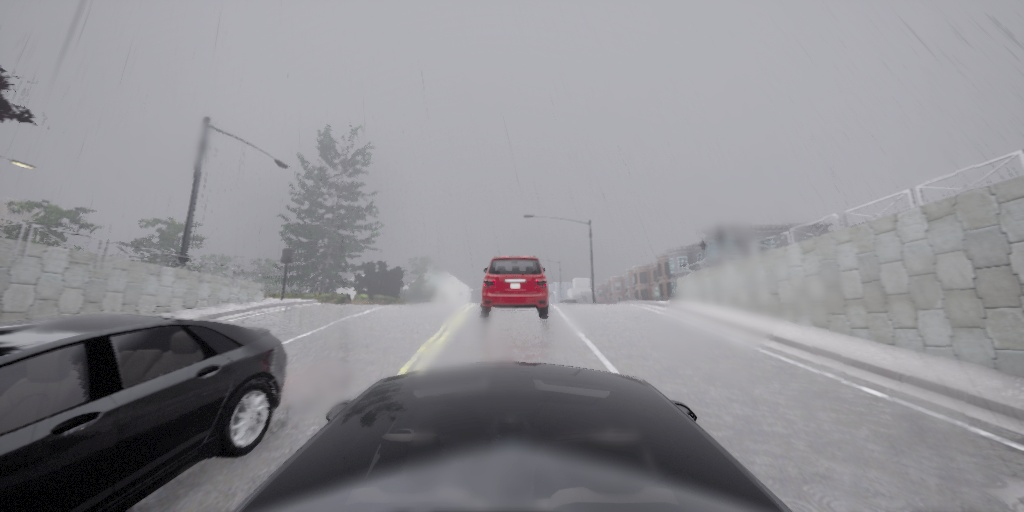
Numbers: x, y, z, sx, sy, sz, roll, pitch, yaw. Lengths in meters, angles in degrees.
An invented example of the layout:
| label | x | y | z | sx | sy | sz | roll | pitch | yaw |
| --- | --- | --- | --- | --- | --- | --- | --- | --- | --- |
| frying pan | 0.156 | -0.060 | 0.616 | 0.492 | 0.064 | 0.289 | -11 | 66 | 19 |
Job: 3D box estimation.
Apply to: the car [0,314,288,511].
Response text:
| label | x | y | z | sx | sy | sz | roll | pitch | yaw |
| --- | --- | --- | --- | --- | --- | --- | --- | --- | --- |
| car | -3.580 | 1.257 | 2.284 | 1.837 | 1.490 | 4.892 | 0 | 0 | 0 |

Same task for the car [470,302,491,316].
| label | x | y | z | sx | sy | sz | roll | pitch | yaw |
| --- | --- | --- | --- | --- | --- | --- | --- | --- | --- |
| car | -3.593 | 6.197 | 41.457 | 1.994 | 1.385 | 4.181 | 0 | -11 | 0 |

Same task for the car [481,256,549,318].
| label | x | y | z | sx | sy | sz | roll | pitch | yaw |
| --- | --- | --- | --- | --- | --- | --- | --- | --- | --- |
| car | 0.098 | 1.041 | 13.356 | 2.150 | 2.045 | 5.566 | 0 | -1 | 0 |
